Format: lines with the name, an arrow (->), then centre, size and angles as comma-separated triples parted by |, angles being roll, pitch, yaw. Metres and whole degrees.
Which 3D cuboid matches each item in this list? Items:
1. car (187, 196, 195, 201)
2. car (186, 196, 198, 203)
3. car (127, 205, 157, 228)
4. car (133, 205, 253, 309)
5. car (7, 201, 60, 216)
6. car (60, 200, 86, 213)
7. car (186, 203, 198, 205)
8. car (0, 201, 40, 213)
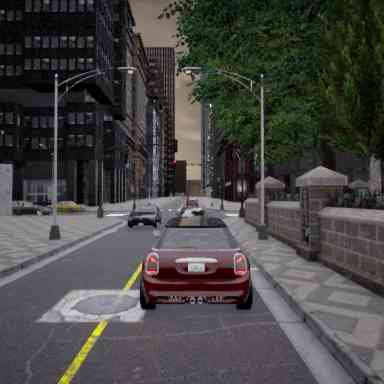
car -> -0.310, 1.787, 89.741 | 1.994, 1.385, 4.181 | 0, 0, 0
car -> -0.026, 1.623, 56.295 | 1.812, 1.442, 4.674 | 0, 0, -1
car -> -3.077, 1.567, 22.630 | 2.033, 1.411, 5.357 | 0, 0, 0
car -> 0.071, 1.356, 8.012 | 2.097, 1.767, 4.553 | 0, 0, 0
car -> -14.741, 1.514, 30.046 | 4.403, 1.369, 2.008 | 0, -1, 0
car -> -14.902, 1.671, 38.570 | 4.829, 1.417, 1.752 | 0, -1, 0
car -> 0.035, 1.539, 18.138 | 1.812, 1.442, 4.674 | 0, 0, 0
car -> -20.245, 1.704, 38.581 | 4.403, 1.369, 2.008 | 0, -1, 0
